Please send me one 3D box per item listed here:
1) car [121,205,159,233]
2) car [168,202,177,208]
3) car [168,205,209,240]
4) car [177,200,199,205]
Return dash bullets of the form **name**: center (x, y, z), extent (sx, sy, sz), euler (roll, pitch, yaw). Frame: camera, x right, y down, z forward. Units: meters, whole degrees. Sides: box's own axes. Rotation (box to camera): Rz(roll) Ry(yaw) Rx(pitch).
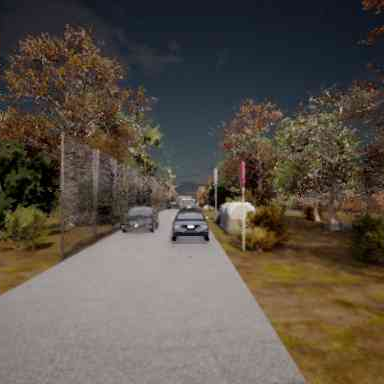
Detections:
- **car**: center (-3.074, 1.619, 20.540), extent (1.837, 1.490, 4.892), euler (0, -1, -1)
- **car**: center (-3.394, 2.502, 60.969), extent (2.033, 1.411, 5.357), euler (0, -2, 0)
- **car**: center (-0.089, 1.631, 17.484), extent (2.033, 1.411, 5.357), euler (0, -1, -1)
- **car**: center (-0.320, 1.726, 38.069), extent (2.097, 1.767, 4.553), euler (0, -1, -1)
